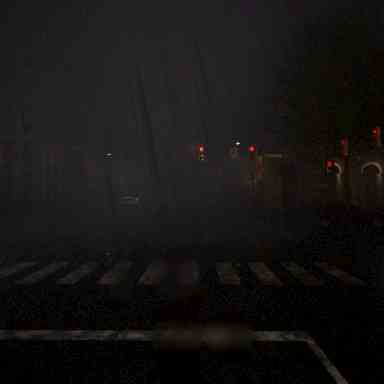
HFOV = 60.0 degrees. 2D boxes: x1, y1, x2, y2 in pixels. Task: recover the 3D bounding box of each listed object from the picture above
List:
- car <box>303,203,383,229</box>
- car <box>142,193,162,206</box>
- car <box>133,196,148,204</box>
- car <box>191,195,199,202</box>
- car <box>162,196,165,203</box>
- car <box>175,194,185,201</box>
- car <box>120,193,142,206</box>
[{"bbox_3d":[9.696,1.478,21.188,5.008,1.535,1.882,0,1,8],"label":"car"},{"bbox_3d":[-6.703,1.221,56.253,2.150,2.045,5.566,0,0,-1],"label":"car"},{"bbox_3d":[-10.047,1.547,65.072,2.033,1.411,5.357,0,0,2],"label":"car"},{"bbox_3d":[0.727,1.450,78.573,2.128,1.511,4.902,0,0,1],"label":"car"},{"bbox_3d":[-6.492,1.491,67.193,2.128,1.511,4.902,0,0,1],"label":"car"},{"bbox_3d":[-2.773,1.279,78.602,2.097,1.767,4.553,0,0,1],"label":"car"},{"bbox_3d":[-10.210,1.222,54.839,2.150,2.045,5.566,0,0,0],"label":"car"}]
